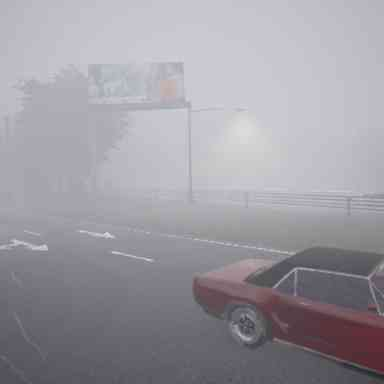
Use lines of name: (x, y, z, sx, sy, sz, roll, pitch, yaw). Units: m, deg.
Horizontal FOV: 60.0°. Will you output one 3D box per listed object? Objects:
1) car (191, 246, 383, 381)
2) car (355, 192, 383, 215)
car: (2.342, 1.518, 4.396, 4.718, 1.301, 1.895, 1, 2, 40)
car: (13.741, 0.769, 22.759, 1.837, 1.490, 4.892, -2, 2, -30)
